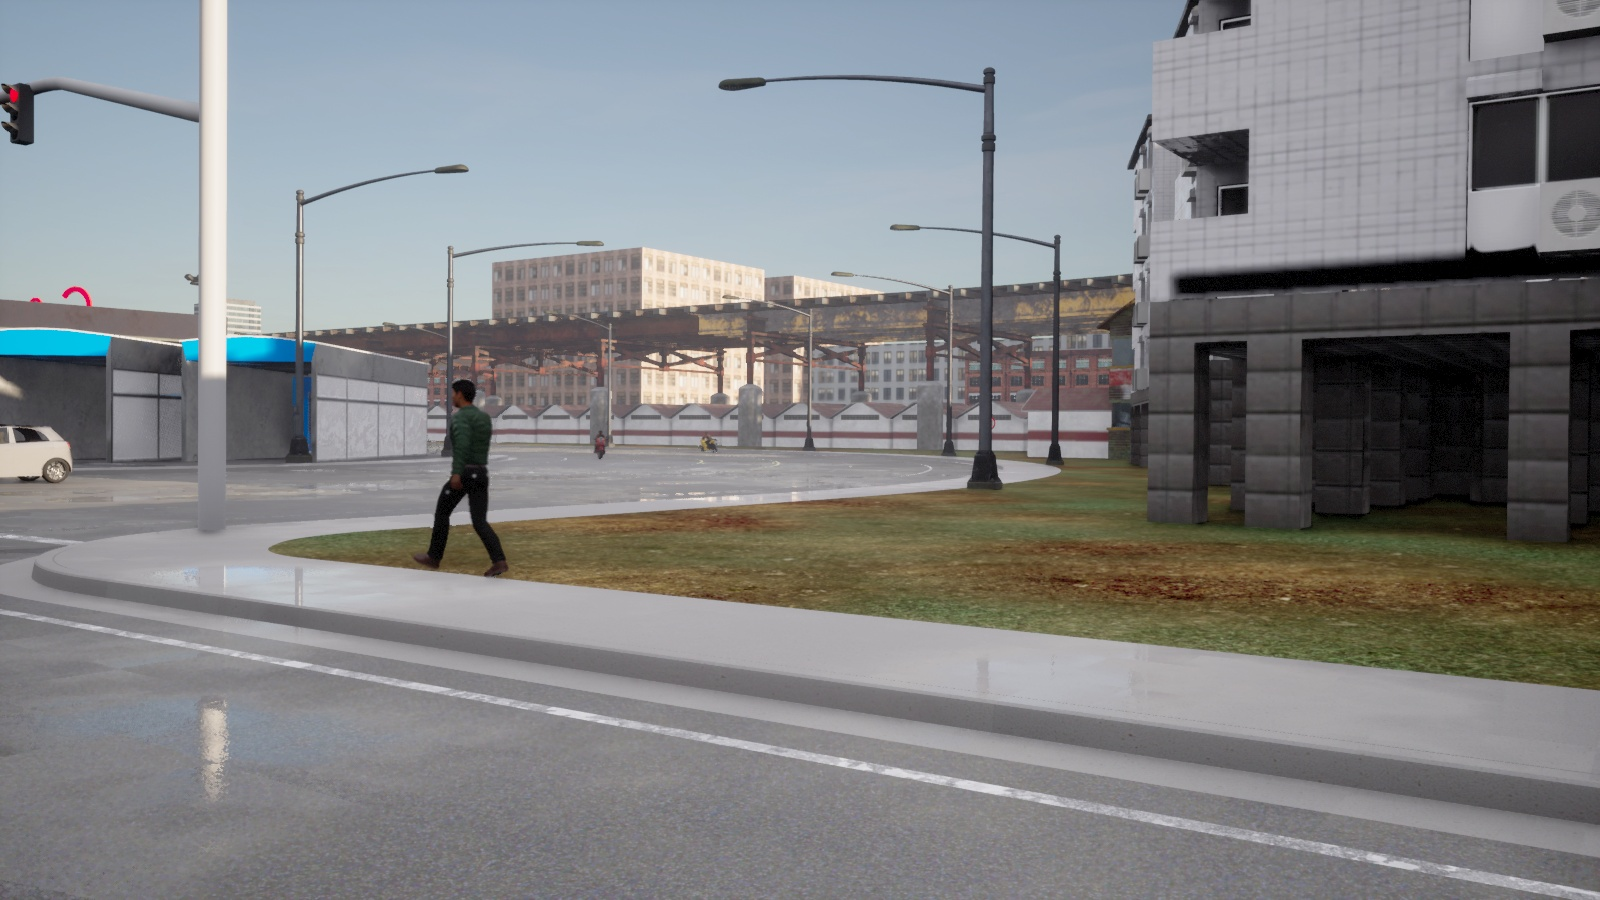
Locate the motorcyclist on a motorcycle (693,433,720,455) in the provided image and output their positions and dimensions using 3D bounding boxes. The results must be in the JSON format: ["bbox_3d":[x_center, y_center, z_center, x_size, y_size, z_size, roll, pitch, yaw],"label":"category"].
[{"bbox_3d":[-6.640,-0.446,89.294,0.797,1.523,2.044,-5,4,-41],"label":"motorcyclist on a motorcycle"}]

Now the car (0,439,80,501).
[{"bbox_3d":[-20.440,0.500,31.538,1.845,1.501,3.633,0,1,35],"label":"car"}]

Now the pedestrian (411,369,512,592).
[{"bbox_3d":[-3.066,0.266,11.382,0.788,1.949,0.423,0,1,28],"label":"pedestrian"}]

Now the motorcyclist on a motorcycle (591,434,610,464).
[{"bbox_3d":[-10.331,-0.079,64.898,0.797,1.523,2.044,1,0,-13],"label":"motorcyclist on a motorcycle"}]
